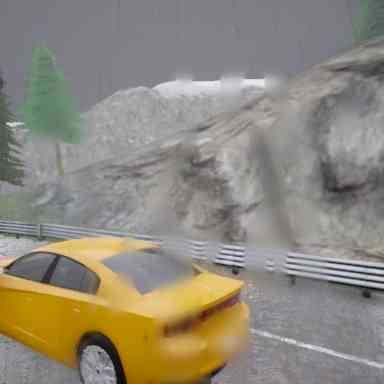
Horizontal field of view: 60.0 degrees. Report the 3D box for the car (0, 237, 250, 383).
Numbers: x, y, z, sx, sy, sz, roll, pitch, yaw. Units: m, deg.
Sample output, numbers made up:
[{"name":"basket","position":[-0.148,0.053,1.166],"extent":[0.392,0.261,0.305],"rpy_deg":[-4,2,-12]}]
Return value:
[{"name":"car","position":[-1.617,1.438,5.023],"extent":[5.008,1.535,1.882],"rpy_deg":[1,1,35]}]
